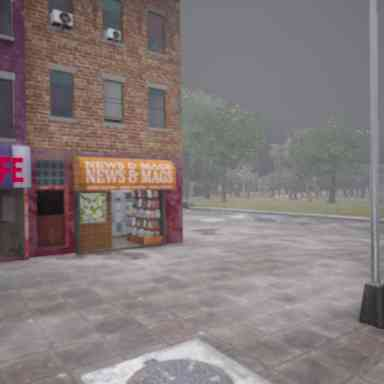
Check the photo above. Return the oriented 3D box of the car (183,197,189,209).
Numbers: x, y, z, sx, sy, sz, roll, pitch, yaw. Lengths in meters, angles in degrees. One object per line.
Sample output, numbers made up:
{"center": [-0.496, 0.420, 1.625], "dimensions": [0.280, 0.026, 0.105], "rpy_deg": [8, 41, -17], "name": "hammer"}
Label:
{"center": [-2.405, 1.363, 43.188], "dimensions": [2.097, 1.767, 4.553], "rpy_deg": [-1, 1, -36], "name": "car"}
